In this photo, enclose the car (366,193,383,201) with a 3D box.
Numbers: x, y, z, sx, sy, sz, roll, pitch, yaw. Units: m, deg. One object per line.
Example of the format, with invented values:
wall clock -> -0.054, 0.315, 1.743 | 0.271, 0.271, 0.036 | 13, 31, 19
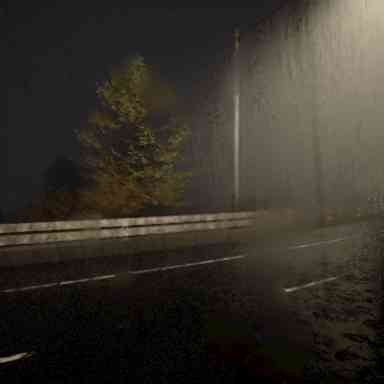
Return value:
car -> 45.485, 1.458, 81.849 | 1.882, 1.535, 5.008 | 0, 0, 7
